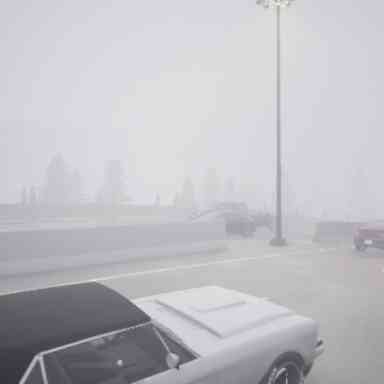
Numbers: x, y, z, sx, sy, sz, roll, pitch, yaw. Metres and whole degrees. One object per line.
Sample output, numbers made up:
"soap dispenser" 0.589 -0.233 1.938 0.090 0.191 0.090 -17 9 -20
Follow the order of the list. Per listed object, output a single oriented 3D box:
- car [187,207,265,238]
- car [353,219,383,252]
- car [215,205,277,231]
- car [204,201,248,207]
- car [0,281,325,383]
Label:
"car" 1.512 1.733 17.973 4.674 1.442 1.812 3 -2 -35
"car" 8.762 1.900 14.305 4.674 1.442 1.812 4 -2 -35
"car" 4.337 1.998 24.290 4.902 1.511 2.128 4 -3 -35
"car" 2.377 1.732 27.188 5.566 2.045 2.150 4 -3 -36
"car" -0.836 1.605 3.150 4.718 1.301 1.895 0 0 -36
